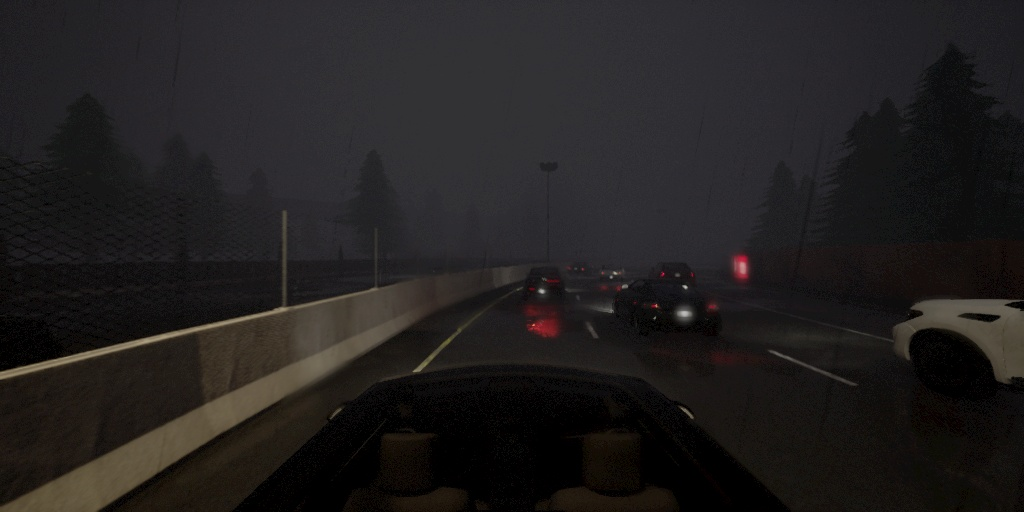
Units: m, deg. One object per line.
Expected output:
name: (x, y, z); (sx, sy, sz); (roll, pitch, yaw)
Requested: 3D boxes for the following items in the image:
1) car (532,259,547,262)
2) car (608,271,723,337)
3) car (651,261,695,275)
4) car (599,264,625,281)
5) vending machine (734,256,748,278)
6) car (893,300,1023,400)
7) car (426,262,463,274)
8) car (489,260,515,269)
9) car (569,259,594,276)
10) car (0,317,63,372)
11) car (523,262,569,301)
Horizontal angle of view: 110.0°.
car: (3.255, 1.194, 45.417); (1.837, 1.490, 4.892); (0, 0, 26)
car: (4.228, 1.317, 10.360); (1.994, 1.385, 4.181); (0, 0, 6)
car: (9.909, 1.109, 22.425); (2.097, 1.767, 4.553); (0, 0, 14)
car: (8.291, 1.338, 29.561); (1.895, 1.301, 4.718); (0, 0, 18)
vending machine: (19.887, 0.981, 31.118); (1.100, 2.100, 0.880); (0, 0, 22)
car: (7.196, 1.000, 3.353); (2.150, 2.045, 5.566); (0, 0, 1)
car: (-7.215, 1.255, 38.695); (1.895, 1.301, 4.718); (0, 0, 21)
car: (-1.213, 1.235, 44.033); (1.994, 1.385, 4.181); (0, 0, 25)
car: (7.002, 1.267, 36.296); (2.033, 1.411, 5.357); (0, 0, 22)
car: (-6.952, 1.223, 2.649); (1.837, 1.490, 4.892); (0, 0, 2)
car: (1.678, 1.235, 17.421); (1.837, 1.490, 4.892); (0, 0, 10)
